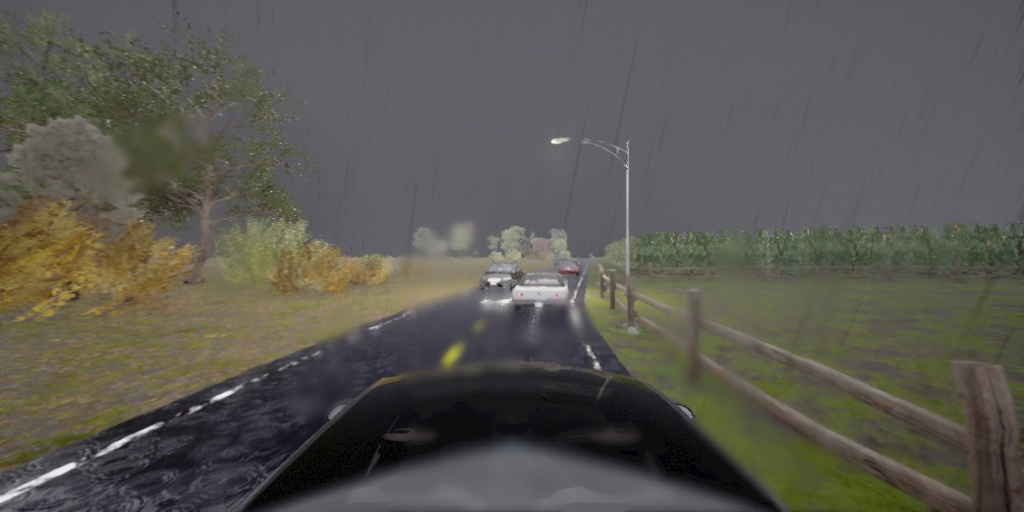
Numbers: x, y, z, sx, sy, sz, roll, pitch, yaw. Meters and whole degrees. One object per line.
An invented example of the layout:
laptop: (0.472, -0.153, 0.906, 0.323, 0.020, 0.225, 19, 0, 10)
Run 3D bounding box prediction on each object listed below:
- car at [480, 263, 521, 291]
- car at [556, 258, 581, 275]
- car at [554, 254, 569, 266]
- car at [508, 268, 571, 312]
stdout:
car: (-0.470, 1.168, 21.117, 2.128, 1.511, 4.902, 0, 0, 12)
car: (5.838, 1.174, 36.037, 1.994, 1.385, 4.181, 0, 0, 12)
car: (8.592, 0.709, 61.756, 2.150, 2.045, 5.566, 0, 0, 13)
car: (1.248, 1.311, 14.054, 1.895, 1.301, 4.718, 0, 0, 9)
